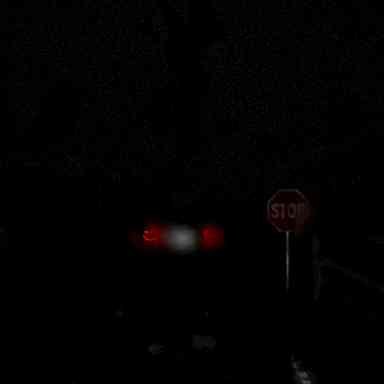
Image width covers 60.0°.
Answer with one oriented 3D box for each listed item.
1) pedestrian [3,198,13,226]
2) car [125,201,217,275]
[{"bbox_3d":[-12.161,1.284,21.844,0.375,1.860,0.375,0,-2,0],"label":"pedestrian"},{"bbox_3d":[-0.888,1.298,11.035,2.150,2.045,5.566,1,0,-14],"label":"car"}]
